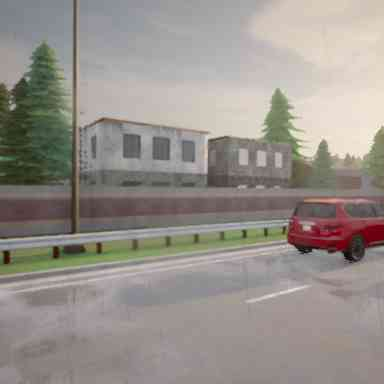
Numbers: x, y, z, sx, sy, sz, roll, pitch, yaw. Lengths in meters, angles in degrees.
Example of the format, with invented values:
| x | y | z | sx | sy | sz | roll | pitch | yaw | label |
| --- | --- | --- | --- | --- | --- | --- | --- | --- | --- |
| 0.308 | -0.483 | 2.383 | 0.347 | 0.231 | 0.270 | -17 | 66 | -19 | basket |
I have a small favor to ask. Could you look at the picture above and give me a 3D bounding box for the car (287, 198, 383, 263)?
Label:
| x | y | z | sx | sy | sz | roll | pitch | yaw | label |
| --- | --- | --- | --- | --- | --- | --- | --- | --- | --- |
| 5.941 | 1.258 | 12.369 | 5.566 | 2.045 | 2.150 | 0 | 0 | -35 | car |
